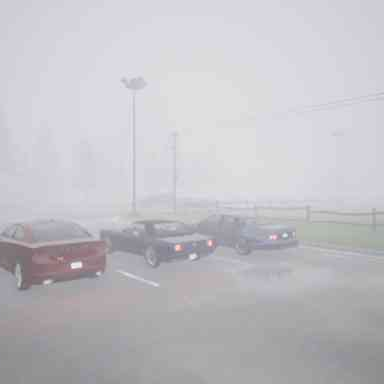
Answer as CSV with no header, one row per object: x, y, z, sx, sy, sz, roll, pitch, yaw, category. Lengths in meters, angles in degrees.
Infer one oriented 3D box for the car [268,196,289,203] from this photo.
18.181,1.551,69.772,4.718,1.301,1.895,0,0,-40,car

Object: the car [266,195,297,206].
14.221,1.535,52.708,4.181,1.385,1.994,0,0,-40,car

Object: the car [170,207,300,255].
1.552,1.539,13.333,2.033,1.411,5.357,0,0,-41,car

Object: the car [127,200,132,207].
-7.008,1.445,48.366,5.008,1.535,1.882,0,0,-41,car

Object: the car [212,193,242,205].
6.315,1.187,59.750,5.566,2.045,2.150,0,0,-40,car

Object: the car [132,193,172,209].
-4.949,1.191,45.517,5.566,2.045,2.150,0,0,-41,car

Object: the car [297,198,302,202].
18.860,1.508,65.758,5.357,1.411,2.033,0,0,-40,car

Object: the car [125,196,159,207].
-7.869,1.442,52.253,5.008,1.535,1.882,0,0,-41,car

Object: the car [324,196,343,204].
26.934,1.461,63.446,4.902,1.511,2.128,0,0,-40,car

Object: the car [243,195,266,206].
11.012,1.494,54.570,4.674,1.442,1.812,0,0,-41,car

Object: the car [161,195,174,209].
-1.296,1.476,44.062,4.892,1.490,1.837,0,0,-41,car

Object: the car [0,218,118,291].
-4.170,1.470,9.248,1.882,1.535,5.008,0,0,-41,car

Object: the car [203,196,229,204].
4.596,1.467,62.865,4.892,1.490,1.837,0,0,-40,car

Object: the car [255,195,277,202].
16.223,1.430,72.702,5.008,1.535,1.882,0,0,-40,car

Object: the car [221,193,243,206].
6.726,1.444,55.514,5.008,1.535,1.882,0,0,-40,car

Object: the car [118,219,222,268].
-1.416,1.593,11.417,1.895,1.301,4.718,0,0,-41,car

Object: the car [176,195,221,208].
0.868,1.451,41.306,5.008,1.535,1.882,0,0,-41,car

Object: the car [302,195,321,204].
23.071,1.319,64.747,4.553,1.767,2.097,0,0,-40,car
